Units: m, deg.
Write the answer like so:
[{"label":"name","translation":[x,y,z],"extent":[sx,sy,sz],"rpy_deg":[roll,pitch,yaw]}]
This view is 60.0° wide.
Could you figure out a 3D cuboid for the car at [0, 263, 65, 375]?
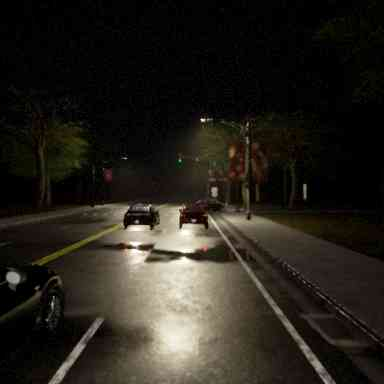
[{"label":"car","translation":[-3.150,1.355,3.688],"extent":[2.097,1.767,4.553],"rpy_deg":[0,0,0]}]

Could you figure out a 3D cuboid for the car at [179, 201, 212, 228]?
[{"label":"car","translation":[0.102,1.550,22.066],"extent":[1.812,1.442,4.674],"rpy_deg":[0,-1,0]}]

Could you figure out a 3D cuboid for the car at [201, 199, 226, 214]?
[{"label":"car","translation":[1.953,1.535,35.706],"extent":[2.128,1.511,4.902],"rpy_deg":[-1,0,29]}]

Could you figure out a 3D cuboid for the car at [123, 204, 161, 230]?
[{"label":"car","translation":[-3.146,1.514,21.445],"extent":[2.128,1.511,4.902],"rpy_deg":[0,0,0]}]
